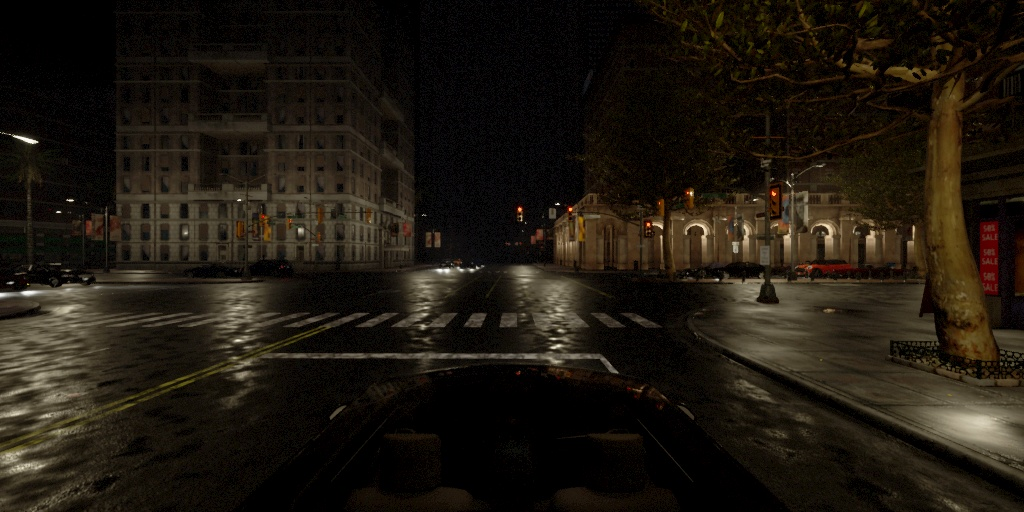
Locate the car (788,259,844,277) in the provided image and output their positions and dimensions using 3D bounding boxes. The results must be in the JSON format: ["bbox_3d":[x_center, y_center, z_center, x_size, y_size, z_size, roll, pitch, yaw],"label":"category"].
[{"bbox_3d":[29.941,1.102,34.594,4.553,1.767,2.097,0,0,0],"label":"car"}]

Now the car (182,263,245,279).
[{"bbox_3d":[-26.309,1.314,31.572,4.181,1.385,1.994,0,0,0],"label":"car"}]

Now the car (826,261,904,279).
[{"bbox_3d":[30.698,1.351,31.089,4.718,1.301,1.895,0,0,1],"label":"car"}]

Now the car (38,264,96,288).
[{"bbox_3d":[-30.233,1.242,23.421,4.902,1.511,2.128,0,0,1],"label":"car"}]

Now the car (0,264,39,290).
[{"bbox_3d":[-29.793,1.314,19.910,4.181,1.385,1.994,0,0,1],"label":"car"}]

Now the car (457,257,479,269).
[{"bbox_3d":[-6.916,1.102,56.804,2.097,1.767,4.553,0,0,1],"label":"car"}]

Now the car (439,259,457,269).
[{"bbox_3d":[-10.412,1.242,57.249,2.128,1.511,4.902,0,0,1],"label":"car"}]

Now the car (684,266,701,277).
[{"bbox_3d":[19.652,1.297,34.684,5.357,1.411,2.033,0,0,1],"label":"car"}]

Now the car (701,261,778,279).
[{"bbox_3d":[19.707,1.228,31.183,5.008,1.535,1.882,0,0,0],"label":"car"}]

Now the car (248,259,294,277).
[{"bbox_3d":[-24.005,1.103,35.054,4.553,1.767,2.097,0,0,0],"label":"car"}]
